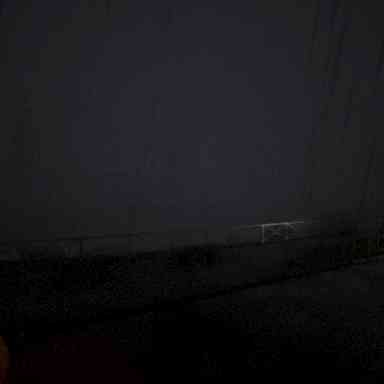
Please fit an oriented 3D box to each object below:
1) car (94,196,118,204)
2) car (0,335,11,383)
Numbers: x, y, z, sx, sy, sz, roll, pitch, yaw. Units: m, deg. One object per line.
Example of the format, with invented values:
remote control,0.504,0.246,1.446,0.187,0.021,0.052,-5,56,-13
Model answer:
car,-17.446,1.680,67.780,4.892,1.490,1.837,0,0,-36
car,-3.853,1.462,1.825,5.008,1.535,1.882,1,0,-35
